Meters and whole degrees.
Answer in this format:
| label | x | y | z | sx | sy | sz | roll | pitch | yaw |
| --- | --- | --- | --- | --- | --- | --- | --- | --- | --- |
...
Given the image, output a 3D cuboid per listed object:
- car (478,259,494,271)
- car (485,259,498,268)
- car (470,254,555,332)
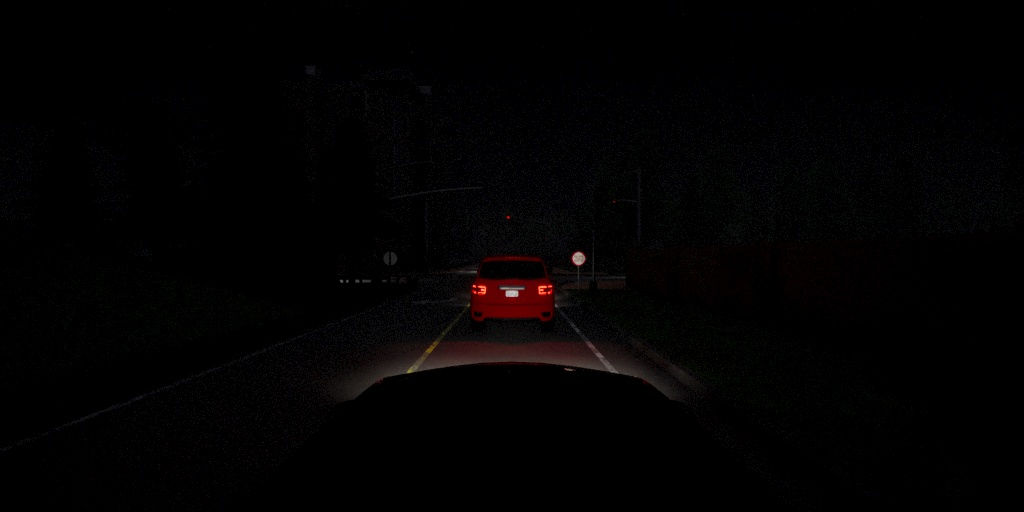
| label | x | y | z | sx | sy | sz | roll | pitch | yaw |
| --- | --- | --- | --- | --- | --- | --- | --- | --- | --- |
| car | -3.550 | 1.227 | 50.077 | 1.882 | 1.535 | 5.008 | 0 | 0 | 0 |
| car | -3.513 | 1.314 | 62.718 | 1.994 | 1.385 | 4.181 | 0 | 0 | 1 |
| car | 0.050 | 0.971 | 11.027 | 2.150 | 2.045 | 5.566 | 0 | 0 | 1 |
